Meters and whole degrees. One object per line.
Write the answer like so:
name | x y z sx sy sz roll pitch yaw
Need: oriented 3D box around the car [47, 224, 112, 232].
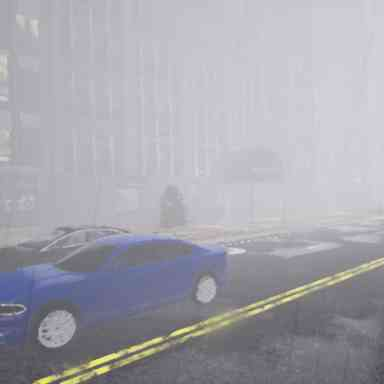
car | -3.365 1.701 9.262 4.902 1.511 2.128 0 -1 -41

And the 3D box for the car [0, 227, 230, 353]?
car | -1.394 1.616 6.669 5.008 1.535 1.882 0 -1 -41
